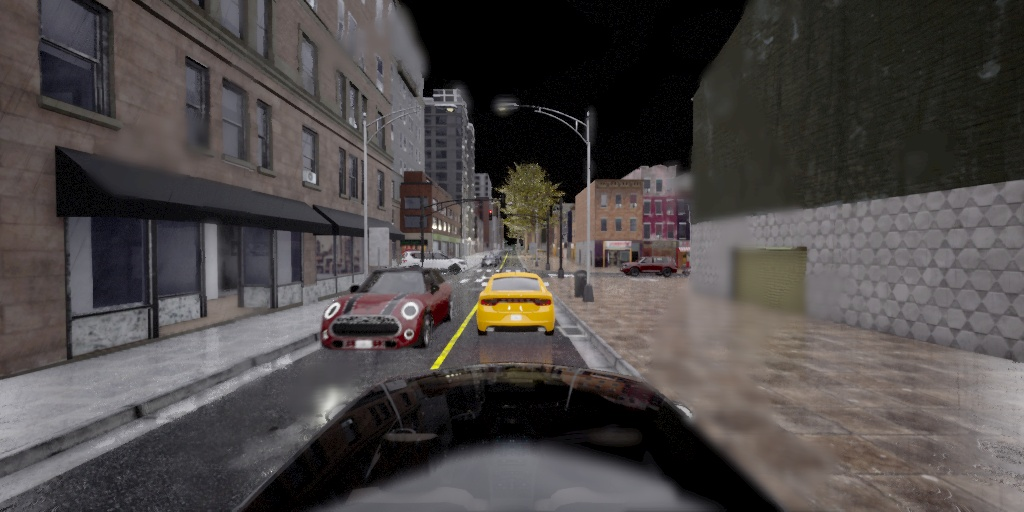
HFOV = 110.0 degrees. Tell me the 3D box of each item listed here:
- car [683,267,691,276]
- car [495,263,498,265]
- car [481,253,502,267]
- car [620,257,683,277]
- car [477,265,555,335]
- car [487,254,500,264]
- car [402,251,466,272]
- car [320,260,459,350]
[{"bbox_3d":[18.113,1.296,33.418,4.207,1.307,1.802,0,0,0],"label":"car"},{"bbox_3d":[0.073,1.250,19.881,1.895,1.301,4.718,0,1,0],"label":"car"},{"bbox_3d":[-2.828,0.613,45.997,2.128,1.511,4.902,0,2,1],"label":"car"},{"bbox_3d":[12.711,0.952,33.411,5.009,1.841,2.192,0,0,0],"label":"car"},{"bbox_3d":[0.098,1.206,10.439,1.882,1.535,5.008,0,0,0],"label":"car"},{"bbox_3d":[-2.830,0.442,55.837,1.895,1.301,4.718,0,2,0],"label":"car"},{"bbox_3d":[-6.837,0.608,31.474,5.566,2.045,2.150,1,1,-12],"label":"car"},{"bbox_3d":[-2.830,1.087,9.111,2.097,1.767,4.553,0,0,0],"label":"car"}]
